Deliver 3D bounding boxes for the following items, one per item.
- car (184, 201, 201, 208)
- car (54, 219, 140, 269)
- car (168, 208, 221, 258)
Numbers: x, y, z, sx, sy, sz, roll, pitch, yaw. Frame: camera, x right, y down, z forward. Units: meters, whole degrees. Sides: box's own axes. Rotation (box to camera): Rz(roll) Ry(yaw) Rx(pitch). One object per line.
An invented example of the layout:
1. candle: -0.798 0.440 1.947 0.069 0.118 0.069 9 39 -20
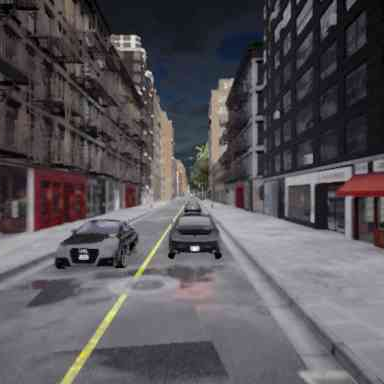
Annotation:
1. car: 0.089 1.818 40.100 1.994 1.385 4.181 0 0 0
2. car: -3.002 1.636 11.255 1.994 1.385 4.181 0 0 0
3. car: 0.096 1.589 13.151 1.837 1.490 4.892 0 0 0
